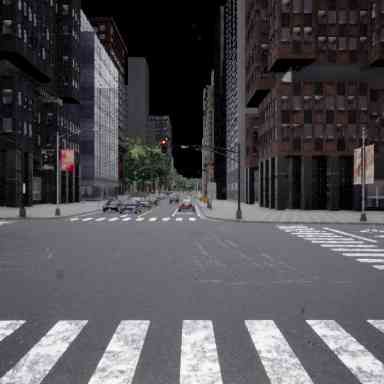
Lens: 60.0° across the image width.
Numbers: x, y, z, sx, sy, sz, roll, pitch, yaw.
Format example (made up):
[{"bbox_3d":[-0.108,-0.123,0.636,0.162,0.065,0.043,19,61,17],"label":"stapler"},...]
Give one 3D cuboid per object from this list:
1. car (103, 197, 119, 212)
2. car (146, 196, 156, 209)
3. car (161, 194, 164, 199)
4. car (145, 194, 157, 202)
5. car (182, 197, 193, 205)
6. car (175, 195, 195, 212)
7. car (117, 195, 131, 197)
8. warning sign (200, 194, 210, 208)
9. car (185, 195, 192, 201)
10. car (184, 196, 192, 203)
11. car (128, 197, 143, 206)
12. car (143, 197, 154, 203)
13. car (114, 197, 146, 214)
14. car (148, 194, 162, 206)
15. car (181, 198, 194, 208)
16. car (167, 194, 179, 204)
[{"bbox_3d":[-9.139,1.574,38.919,1.947,1.339,4.313,0,0,0],"label":"car"},{"bbox_3d":[-6.523,1.587,45.354,1.994,1.385,4.181,0,0,-1],"label":"car"},{"bbox_3d":[-9.465,1.450,87.752,2.192,1.841,5.009,0,0,0],"label":"car"},{"bbox_3d":[-9.392,1.418,76.900,2.192,1.841,5.009,0,0,0],"label":"car"},{"bbox_3d":[-0.758,1.604,60.672,1.887,1.381,4.507,0,0,0],"label":"car"},{"bbox_3d":[-0.615,1.449,38.973,1.967,1.590,4.097,0,0,0],"label":"car"},{"bbox_3d":[-9.176,1.336,44.345,2.192,1.841,5.009,0,0,0],"label":"car"},{"bbox_3d":[1.672,1.132,42.659,1.300,1.860,1.060,0,0,0],"label":"warning sign"},{"bbox_3d":[-0.939,1.575,87.797,1.967,1.590,4.097,0,0,0],"label":"car"},{"bbox_3d":[-0.832,1.613,71.692,1.752,1.417,4.829,0,0,0],"label":"car"},{"bbox_3d":[-9.246,1.571,55.026,1.752,1.417,4.829,0,0,0],"label":"car"},{"bbox_3d":[-9.355,1.669,71.474,1.802,1.307,4.206,0,0,0],"label":"car"},{"bbox_3d":[-6.459,1.548,35.399,2.033,1.411,5.357,0,0,-1],"label":"car"},{"bbox_3d":[-6.571,1.551,55.547,1.837,1.490,4.892,0,0,0],"label":"car"},{"bbox_3d":[-0.686,1.615,49.822,1.802,1.307,4.206,0,0,0],"label":"car"},{"bbox_3d":[-3.451,1.577,65.674,1.837,1.490,4.892,0,0,0],"label":"car"}]
